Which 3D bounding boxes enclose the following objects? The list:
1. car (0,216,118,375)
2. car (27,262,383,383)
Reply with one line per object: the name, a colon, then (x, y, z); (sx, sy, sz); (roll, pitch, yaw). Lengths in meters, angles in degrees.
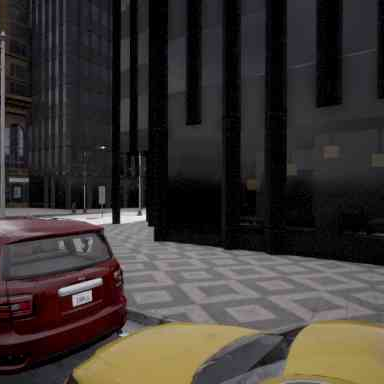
car: (-3.217, 1.314, 5.249); (5.009, 1.841, 2.192); (0, 0, 35)
car: (1.064, 1.525, 2.200); (4.829, 1.417, 1.752); (0, 0, 35)
